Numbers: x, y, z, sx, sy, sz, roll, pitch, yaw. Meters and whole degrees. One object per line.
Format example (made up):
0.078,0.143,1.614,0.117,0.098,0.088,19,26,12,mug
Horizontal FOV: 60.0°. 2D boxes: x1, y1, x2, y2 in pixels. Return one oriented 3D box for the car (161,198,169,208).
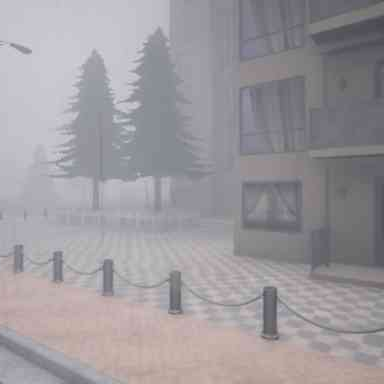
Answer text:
-3.378,1.528,48.210,1.812,1.442,4.674,0,0,35,car
